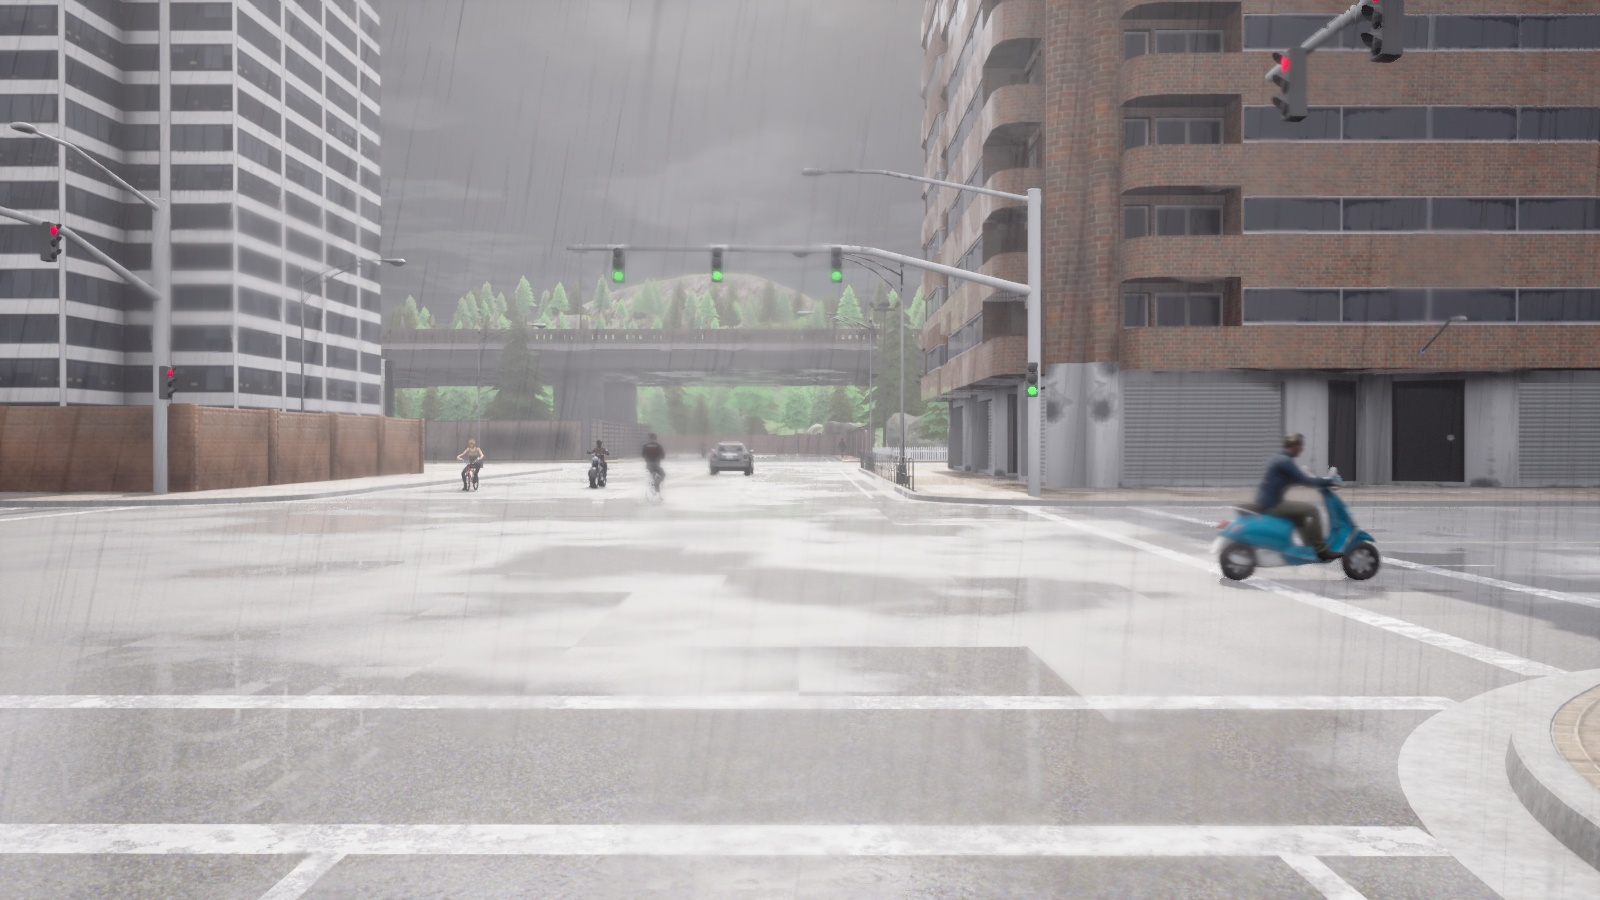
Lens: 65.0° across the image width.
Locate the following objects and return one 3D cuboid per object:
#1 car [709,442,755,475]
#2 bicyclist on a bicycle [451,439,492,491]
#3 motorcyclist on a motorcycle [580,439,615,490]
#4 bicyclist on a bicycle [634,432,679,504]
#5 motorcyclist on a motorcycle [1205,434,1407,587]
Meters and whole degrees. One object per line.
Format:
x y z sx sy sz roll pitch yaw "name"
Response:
-3.159 0.376 58.974 1.970 1.475 3.806 0 0 0 "car"
-10.263 0.453 39.234 0.866 1.612 1.509 0 0 1 "bicyclist on a bicycle"
-6.752 0.454 42.021 0.766 1.649 2.350 0 0 0 "motorcyclist on a motorcycle"
-3.620 0.435 31.803 0.659 1.776 1.843 -1 0 8 "bicyclist on a bicycle"
5.404 0.628 13.501 1.817 1.590 0.866 0 0 1 "motorcyclist on a motorcycle"
